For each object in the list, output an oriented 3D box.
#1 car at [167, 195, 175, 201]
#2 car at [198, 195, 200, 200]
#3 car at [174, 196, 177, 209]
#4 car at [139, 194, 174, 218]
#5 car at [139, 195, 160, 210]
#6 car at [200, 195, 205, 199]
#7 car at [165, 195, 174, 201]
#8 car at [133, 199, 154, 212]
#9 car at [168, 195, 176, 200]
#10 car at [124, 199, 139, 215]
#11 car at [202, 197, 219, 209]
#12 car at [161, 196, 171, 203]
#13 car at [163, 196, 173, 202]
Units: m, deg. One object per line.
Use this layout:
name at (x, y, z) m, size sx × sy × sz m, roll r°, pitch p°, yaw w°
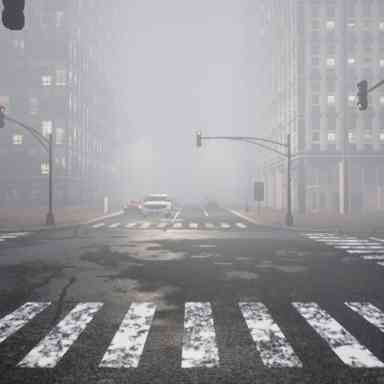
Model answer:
car at (-5.665, 1.587, 89.500) m, size 2.008 × 1.369 × 4.403 m, roll 1°, pitch 0°, yaw 0°
car at (2.711, 1.590, 61.692) m, size 1.947 × 1.339 × 4.313 m, roll 1°, pitch 0°, yaw 0°
car at (-3.093, 1.541, 40.235) m, size 1.812 × 1.442 × 4.674 m, roll 0°, pitch 0°, yaw 0°
car at (-3.094, 1.233, 30.313) m, size 2.150 × 2.045 × 5.566 m, roll 0°, pitch 0°, yaw 0°
car at (-5.666, 1.332, 44.898) m, size 2.192 × 1.841 × 5.009 m, roll 1°, pitch 0°, yaw 0°
car at (2.712, 1.547, 56.285) m, size 1.752 × 1.417 × 4.829 m, roll 1°, pitch 0°, yaw 0°
car at (-5.666, 1.578, 83.924) m, size 1.887 × 1.381 × 4.507 m, roll 1°, pitch 0°, yaw 0°
car at (-5.672, 1.597, 39.323) m, size 1.802 × 1.307 × 4.206 m, roll 1°, pitch 0°, yaw 0°
car at (-5.665, 1.605, 95.075) m, size 1.947 × 1.339 × 4.313 m, roll 1°, pitch 0°, yaw 0°
car at (-5.670, 1.453, 33.748) m, size 1.967 × 1.590 × 4.097 m, roll 1°, pitch 0°, yaw 0°
car at (2.708, 1.599, 44.959) m, size 1.802 × 1.307 × 4.206 m, roll 1°, pitch 0°, yaw 0°
car at (-5.667, 1.573, 72.774) m, size 1.887 × 1.381 × 4.507 m, roll 1°, pitch 0°, yaw 0°
car at (-5.667, 1.582, 78.349) m, size 2.008 × 1.369 × 4.403 m, roll 1°, pitch 0°, yaw 0°
